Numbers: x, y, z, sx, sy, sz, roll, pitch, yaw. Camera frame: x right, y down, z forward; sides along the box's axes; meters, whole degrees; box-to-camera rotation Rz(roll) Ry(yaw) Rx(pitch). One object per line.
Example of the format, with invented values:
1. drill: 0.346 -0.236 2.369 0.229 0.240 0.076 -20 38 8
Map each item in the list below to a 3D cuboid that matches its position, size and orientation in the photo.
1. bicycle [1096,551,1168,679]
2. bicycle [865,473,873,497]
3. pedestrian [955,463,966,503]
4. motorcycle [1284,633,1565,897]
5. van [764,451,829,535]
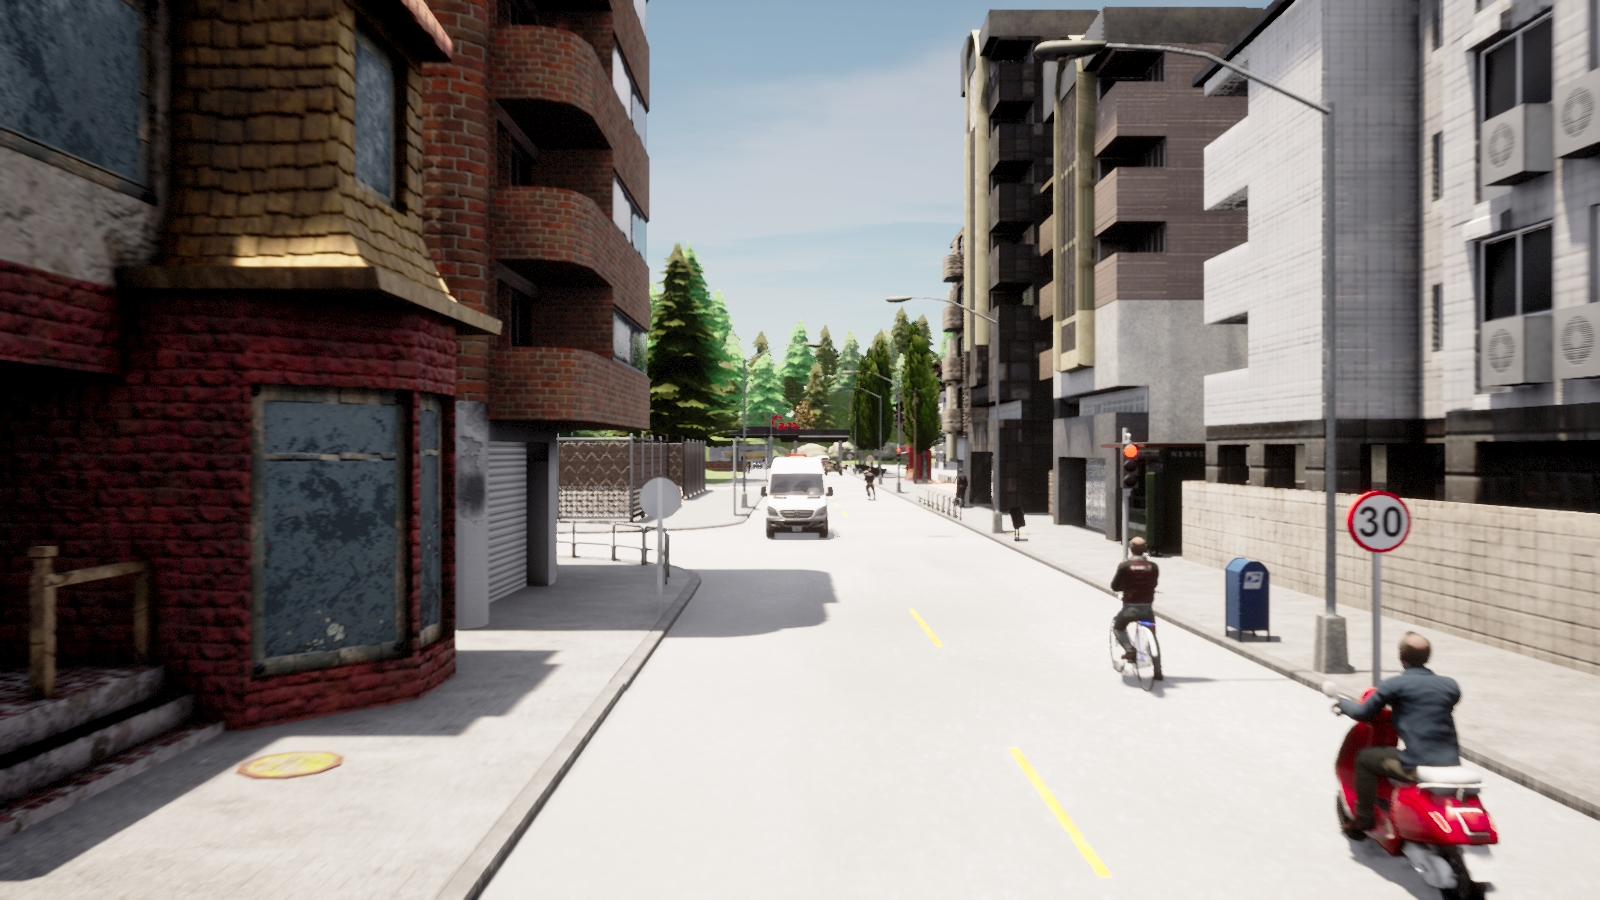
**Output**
1. bicycle: 3.982 1.940 13.802 0.329 1.271 1.835 0 0 0
2. bicycle: 3.839 1.940 63.517 0.329 1.271 1.835 0 0 0
3. pedestrian: 7.474 1.523 53.094 0.375 1.860 0.375 0 0 -16
4. motorcycle: 3.987 1.962 7.497 0.856 1.236 1.805 0 0 0
5. van: -0.106 1.314 37.870 1.988 2.561 5.915 0 0 0
